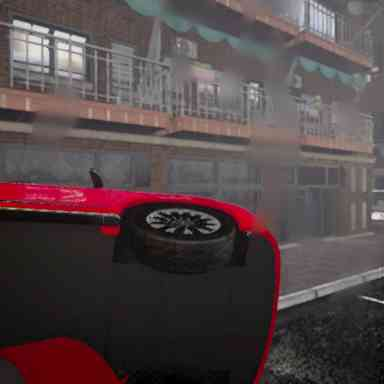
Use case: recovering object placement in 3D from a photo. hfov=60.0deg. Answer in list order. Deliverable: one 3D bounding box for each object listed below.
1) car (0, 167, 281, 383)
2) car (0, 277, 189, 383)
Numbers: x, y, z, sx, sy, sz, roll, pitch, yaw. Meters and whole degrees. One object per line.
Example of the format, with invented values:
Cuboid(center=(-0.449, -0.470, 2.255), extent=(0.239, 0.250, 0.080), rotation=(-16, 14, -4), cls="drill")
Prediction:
Cuboid(center=(-1.973, 0.961, 3.571), extent=(5.566, 2.150, 2.045), rotation=(4, 14, -7), cls="car")
Cuboid(center=(-2.402, 1.547, 1.162), extent=(4.507, 1.381, 1.887), rotation=(0, 0, -36), cls="car")
